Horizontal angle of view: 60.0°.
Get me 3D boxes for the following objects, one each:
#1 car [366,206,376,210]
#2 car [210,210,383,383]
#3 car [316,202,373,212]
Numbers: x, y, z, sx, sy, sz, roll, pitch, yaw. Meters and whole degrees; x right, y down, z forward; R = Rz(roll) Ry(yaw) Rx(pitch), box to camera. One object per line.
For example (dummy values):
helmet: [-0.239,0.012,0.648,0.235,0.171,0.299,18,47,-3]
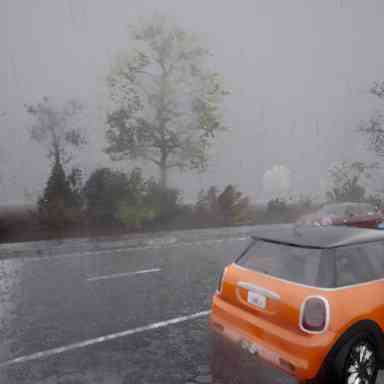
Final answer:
car: [9.717,1.455,13.624,5.008,1.535,1.882,0,0,-27]
car: [2.578,1.341,5.248,4.553,1.767,2.097,0,0,-33]
car: [7.233,1.314,16.259,4.553,1.767,2.097,0,0,-27]
